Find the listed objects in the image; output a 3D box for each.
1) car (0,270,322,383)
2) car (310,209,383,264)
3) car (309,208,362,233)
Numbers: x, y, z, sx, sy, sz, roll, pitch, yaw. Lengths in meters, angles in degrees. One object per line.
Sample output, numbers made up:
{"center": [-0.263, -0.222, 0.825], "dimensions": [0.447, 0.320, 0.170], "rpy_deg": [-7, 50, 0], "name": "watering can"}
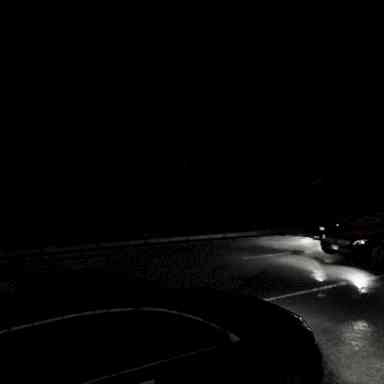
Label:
{"center": [-0.879, 1.488, 2.869], "dimensions": [4.892, 1.490, 1.837], "rpy_deg": [0, 0, -35], "name": "car"}
{"center": [6.598, 1.476, 11.588], "dimensions": [4.674, 1.442, 1.812], "rpy_deg": [0, 0, -27], "name": "car"}
{"center": [7.730, 1.478, 16.097], "dimensions": [4.181, 1.385, 1.994], "rpy_deg": [0, 1, -27], "name": "car"}
